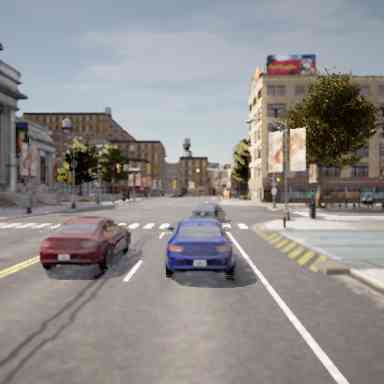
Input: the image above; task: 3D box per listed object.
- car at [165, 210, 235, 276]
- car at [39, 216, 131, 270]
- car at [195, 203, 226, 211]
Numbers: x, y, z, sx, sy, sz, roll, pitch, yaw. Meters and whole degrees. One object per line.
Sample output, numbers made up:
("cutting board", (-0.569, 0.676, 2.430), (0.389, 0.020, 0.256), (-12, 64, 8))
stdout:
("car", (0.217, 1.515, 10.178), (1.812, 1.442, 4.674), (0, 0, 1))
("car", (-3.269, 1.512, 10.860), (1.812, 1.442, 4.674), (0, 0, 1))
("car", (1.338, 1.522, 24.611), (2.033, 1.411, 5.357), (0, 0, 14))
